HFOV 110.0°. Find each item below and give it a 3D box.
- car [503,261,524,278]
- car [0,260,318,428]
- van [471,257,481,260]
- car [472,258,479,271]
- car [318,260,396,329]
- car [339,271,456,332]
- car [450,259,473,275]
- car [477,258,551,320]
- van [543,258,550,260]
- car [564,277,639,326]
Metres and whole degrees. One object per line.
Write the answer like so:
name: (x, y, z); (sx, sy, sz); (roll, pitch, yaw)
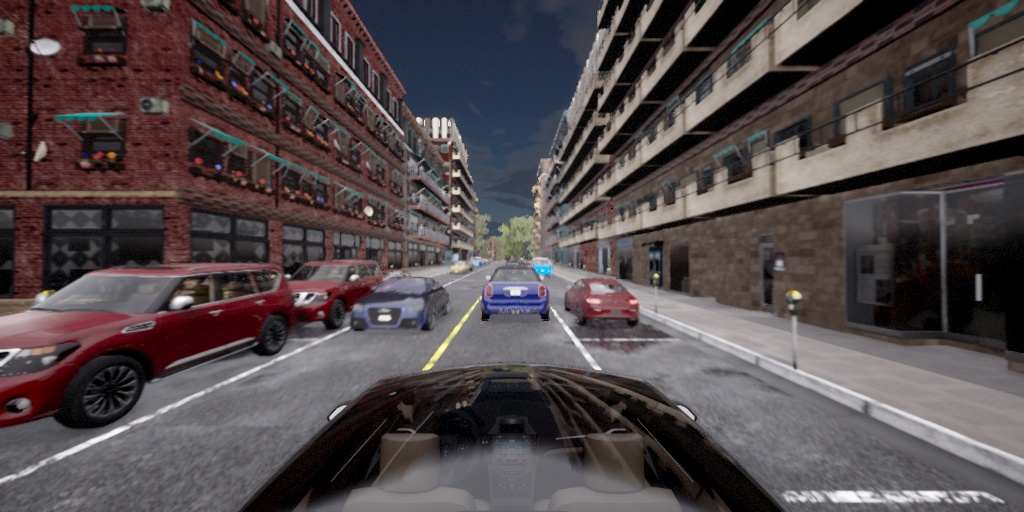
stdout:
car: (0.110, 1.219, 33.835); (1.837, 1.490, 4.892); (0, 0, 0)
car: (-5.688, 1.060, 5.856); (2.192, 1.841, 5.009); (0, 0, 0)
van: (-5.675, 1.030, 55.997); (1.690, 1.789, 3.998); (0, 0, 0)
car: (-5.677, 1.267, 44.854); (1.948, 1.339, 4.313); (0, 0, 0)
car: (-5.686, 1.054, 11.428); (2.192, 1.841, 5.009); (0, 0, 0)
car: (-3.086, 1.304, 10.676); (1.994, 1.385, 4.181); (0, 0, 0)
car: (-5.679, 1.233, 39.113); (1.751, 1.417, 4.829); (0, 0, 0)
car: (0.104, 1.090, 12.637); (2.097, 1.767, 4.553); (0, 0, 0)
van: (2.703, 1.055, 33.670); (1.690, 1.789, 3.998); (0, 0, 0)
car: (2.694, 1.321, 11.385); (1.802, 1.307, 4.207); (0, 0, 0)
